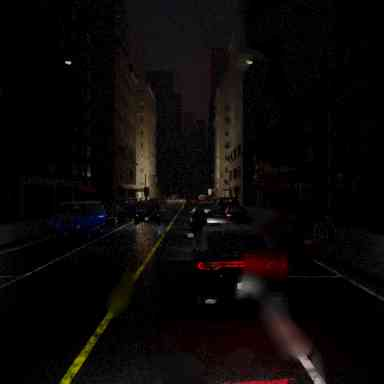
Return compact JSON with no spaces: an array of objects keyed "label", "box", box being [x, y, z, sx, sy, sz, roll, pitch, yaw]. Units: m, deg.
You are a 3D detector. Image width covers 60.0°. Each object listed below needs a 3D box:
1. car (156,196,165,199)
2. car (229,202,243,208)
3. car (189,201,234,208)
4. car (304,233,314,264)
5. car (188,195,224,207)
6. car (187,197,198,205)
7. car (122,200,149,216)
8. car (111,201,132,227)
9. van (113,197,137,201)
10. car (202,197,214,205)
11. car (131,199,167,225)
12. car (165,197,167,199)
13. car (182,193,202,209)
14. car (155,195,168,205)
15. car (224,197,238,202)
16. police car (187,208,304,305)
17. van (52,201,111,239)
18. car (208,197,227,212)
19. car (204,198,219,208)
[{"label":"car","box":[-5.609,1.573,50.041,1.947,1.339,4.313,0,0,0]},{"label":"car","box":[2.883,1.582,22.523,1.802,1.307,4.206,0,0,0]},{"label":"car","box":[0.921,1.478,18.199,1.882,1.535,5.008,0,0,0]},{"label":"car","box":[2.869,1.581,11.521,1.802,1.307,4.206,0,0,0]},{"label":"car","box":[0.929,1.351,24.169,2.097,1.767,4.553,0,0,0]},{"label":"car","box":[0.072,1.575,59.069,1.994,1.385,4.181,0,0,0]},{"label":"car","box":[-5.629,1.568,33.537,1.947,1.339,4.313,0,0,0]},{"label":"car","box":[-5.643,1.551,22.534,2.008,1.369,4.403,0,0,0]},{"label":"van","box":[-5.636,1.342,28.035,1.690,1.788,3.998,0,0,0]},{"label":"car","box":[2.930,1.578,61.033,1.947,1.339,4.313,0,0,0]},{"label":"car","box":[-2.971,1.505,24.164,1.837,1.490,4.892,0,0,0]},{"label":"car","box":[-5.603,1.592,55.542,1.802,1.307,4.206,0,0,0]},{"label":"car","box":[0.081,1.358,46.286,2.097,1.767,4.553,0,0,1]},{"label":"car","box":[-5.596,1.453,61.044,1.967,1.590,4.097,0,0,0]},{"label":"car","box":[2.889,1.316,28.025,2.192,1.841,5.009,0,0,0]},{"label":"police car","box":[0.909,1.425,8.309,1.930,1.638,5.238,0,0,0]},{"label":"van","box":[-5.650,1.341,17.034,1.690,1.788,3.998,0,0,0]},{"label":"car","box":[2.903,1.443,39.028,1.967,1.590,4.097,0,0,0]},{"label":"car","box":[2.916,1.558,50.030,2.008,1.369,4.403,0,0,0]}]
